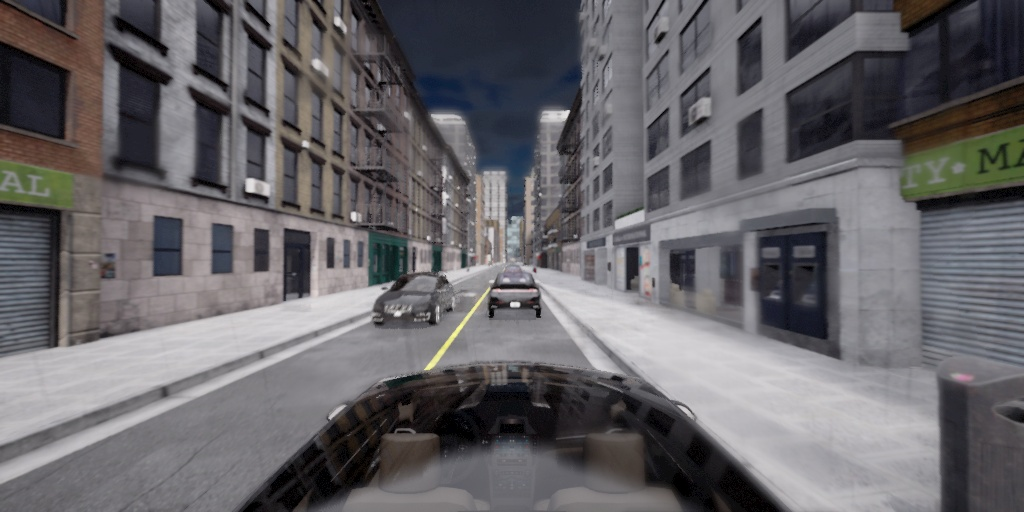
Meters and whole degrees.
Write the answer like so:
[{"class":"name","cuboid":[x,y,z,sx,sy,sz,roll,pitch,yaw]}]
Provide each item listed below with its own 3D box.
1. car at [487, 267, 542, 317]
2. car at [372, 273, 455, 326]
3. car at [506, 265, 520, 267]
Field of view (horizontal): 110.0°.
[{"class":"car","cuboid":[0.096,1.344,13.721,2.128,1.511,4.902,0,-1,0]},{"class":"car","cuboid":[-3.104,1.344,12.167,1.837,1.490,4.892,0,0,0]},{"class":"car","cuboid":[0.089,1.586,34.370,2.033,1.411,5.357,0,0,0]}]
